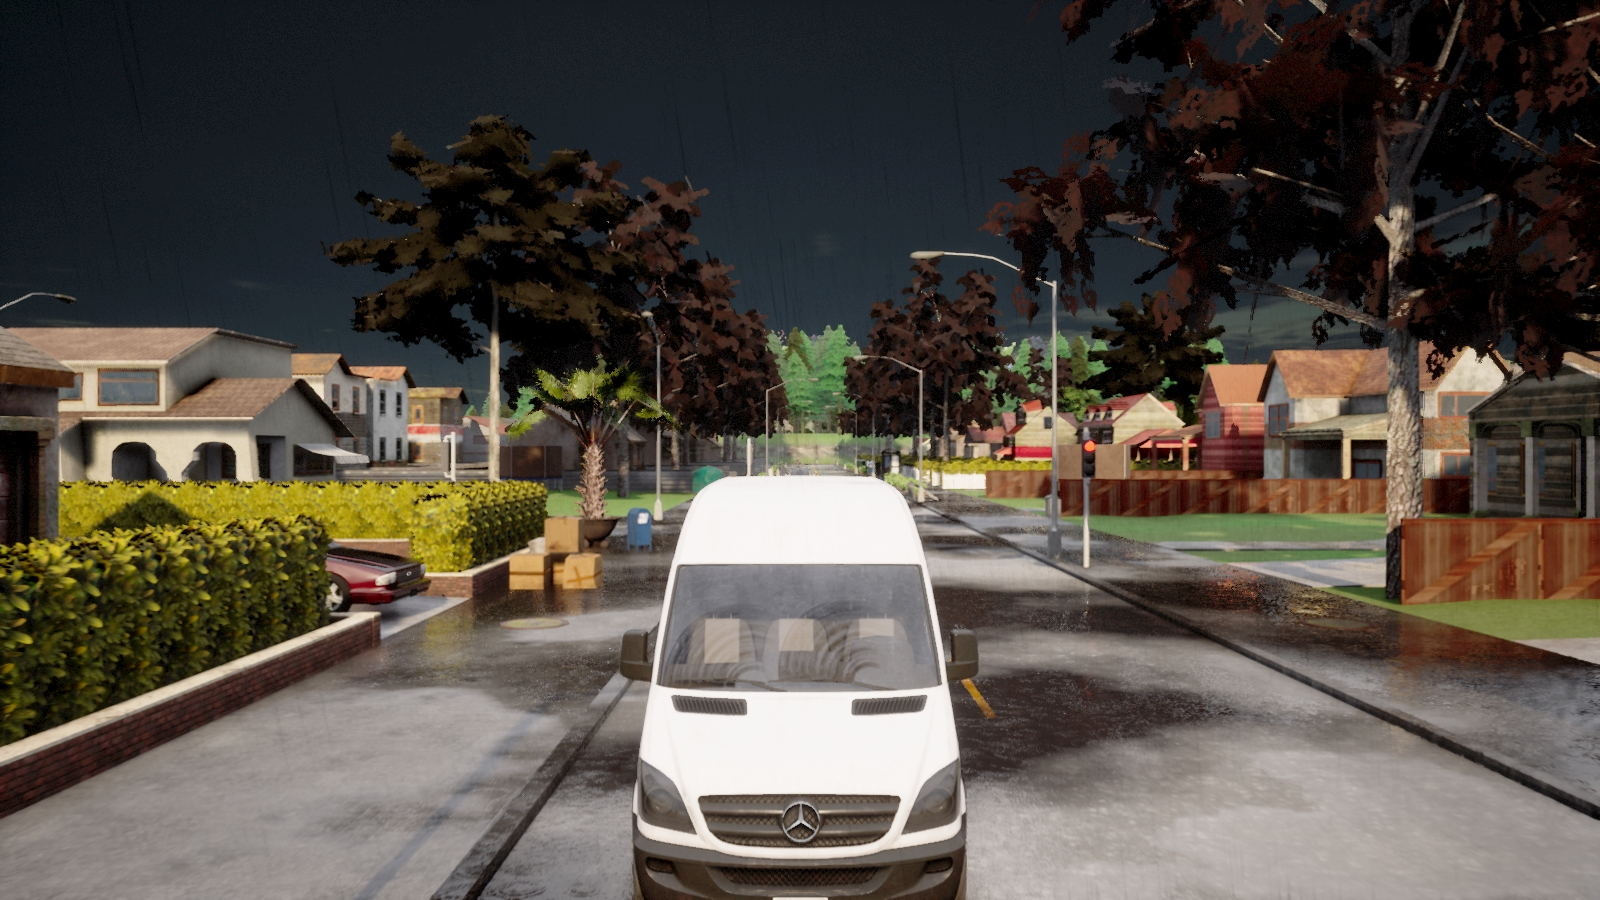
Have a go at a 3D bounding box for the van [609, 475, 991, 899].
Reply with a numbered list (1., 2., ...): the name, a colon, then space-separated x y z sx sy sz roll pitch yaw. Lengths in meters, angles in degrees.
1. van: 0.002 1.534 8.904 1.988 2.561 5.915 0 0 0
